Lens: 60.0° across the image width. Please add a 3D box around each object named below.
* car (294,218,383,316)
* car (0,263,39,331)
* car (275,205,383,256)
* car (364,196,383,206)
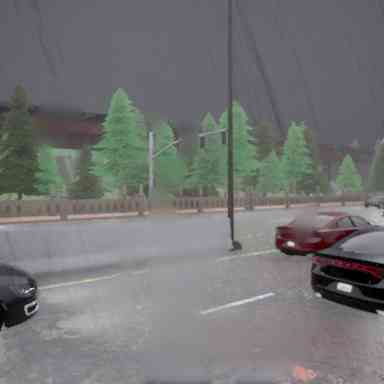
[{"bbox_3d":[4.600,1.454,7.063,5.008,1.535,1.882,0,0,-35],"label":"car"},{"bbox_3d":[-4.807,1.496,4.621,4.892,1.490,1.837,0,0,-35],"label":"car"},{"bbox_3d":[5.068,1.438,11.691,5.008,1.535,1.882,0,0,-35],"label":"car"},{"bbox_3d":[23.954,1.280,42.639,4.892,1.490,1.837,0,0,-36],"label":"car"}]
